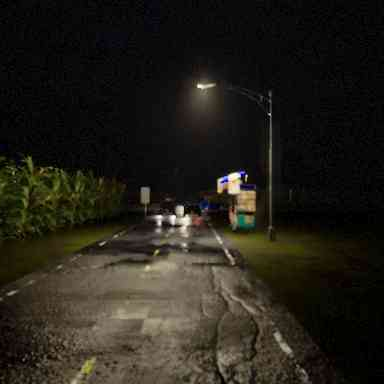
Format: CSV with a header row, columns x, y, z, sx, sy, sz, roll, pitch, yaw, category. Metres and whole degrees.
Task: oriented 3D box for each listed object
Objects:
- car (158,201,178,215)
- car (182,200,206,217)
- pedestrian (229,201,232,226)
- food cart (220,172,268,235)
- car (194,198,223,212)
x,y,z,sx,sy,sz,roll,pitch,yaw,category
-2.759,1.836,38.645,1.837,1.490,4.892,0,-1,0,car
0.018,1.782,34.517,2.128,1.511,4.902,0,0,0,car
2.823,1.498,23.998,0.375,1.860,0.375,-1,0,-3,pedestrian
3.149,0.648,21.172,2.280,3.560,4.660,1,0,0,food cart
2.364,1.882,46.184,1.882,1.535,5.008,-1,-1,44,car
